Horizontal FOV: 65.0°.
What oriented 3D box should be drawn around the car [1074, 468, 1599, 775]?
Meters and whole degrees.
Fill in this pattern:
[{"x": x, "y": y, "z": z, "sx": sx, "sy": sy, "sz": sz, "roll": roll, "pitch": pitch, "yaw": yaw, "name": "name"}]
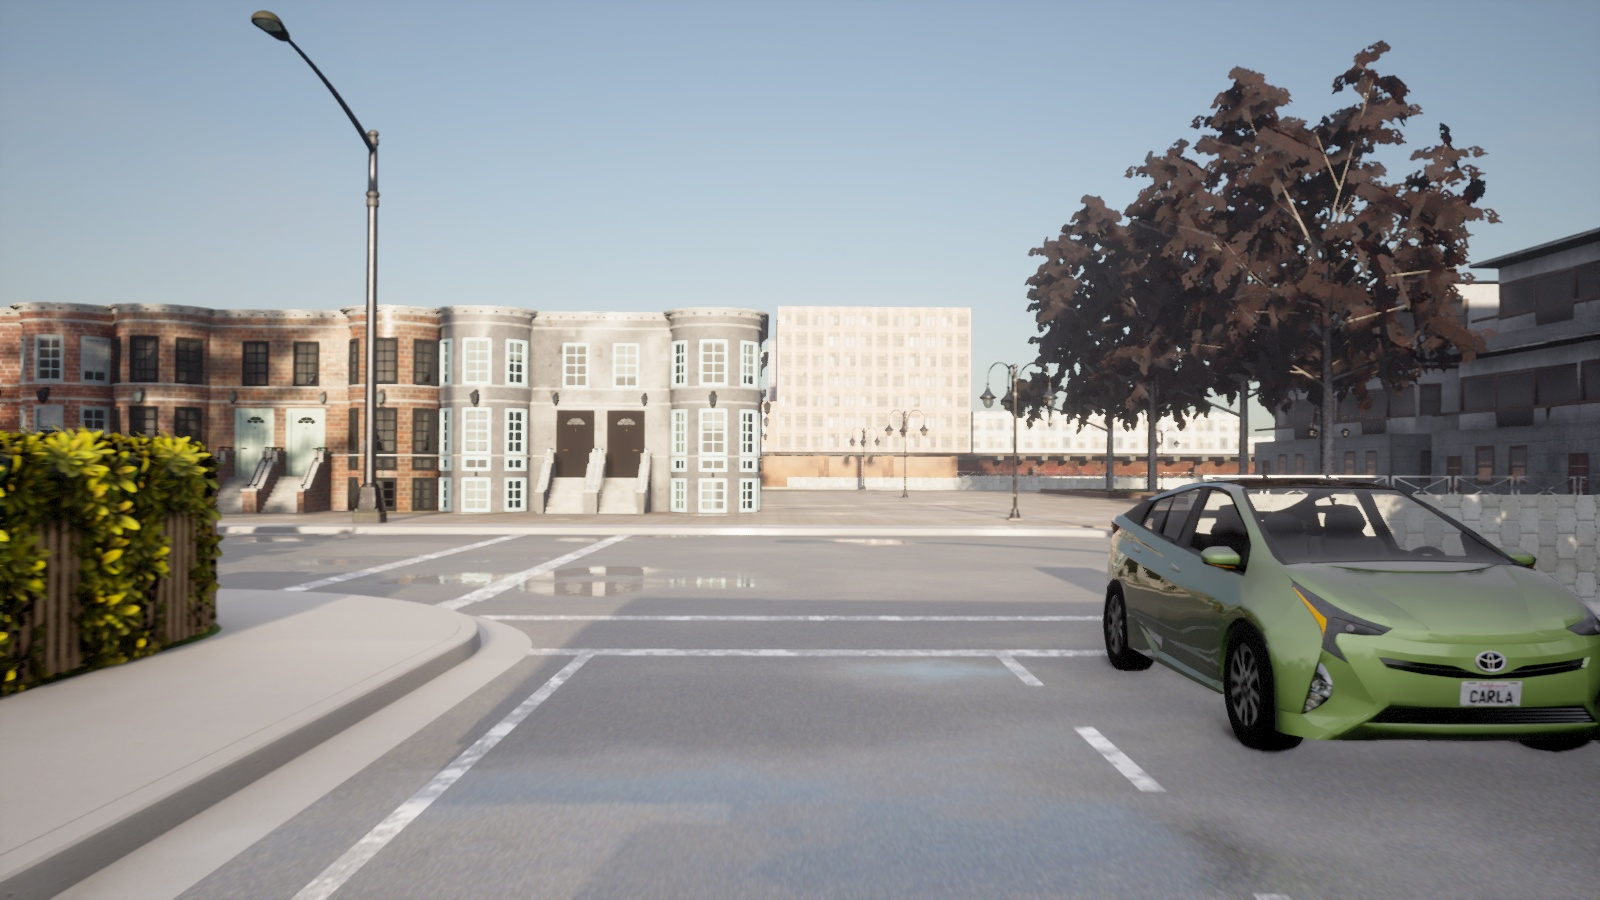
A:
[{"x": 3.412, "y": 0.891, "z": 8.539, "sx": 2.007, "sy": 1.525, "sz": 4.514, "roll": 0, "pitch": -1, "yaw": -1, "name": "car"}]
